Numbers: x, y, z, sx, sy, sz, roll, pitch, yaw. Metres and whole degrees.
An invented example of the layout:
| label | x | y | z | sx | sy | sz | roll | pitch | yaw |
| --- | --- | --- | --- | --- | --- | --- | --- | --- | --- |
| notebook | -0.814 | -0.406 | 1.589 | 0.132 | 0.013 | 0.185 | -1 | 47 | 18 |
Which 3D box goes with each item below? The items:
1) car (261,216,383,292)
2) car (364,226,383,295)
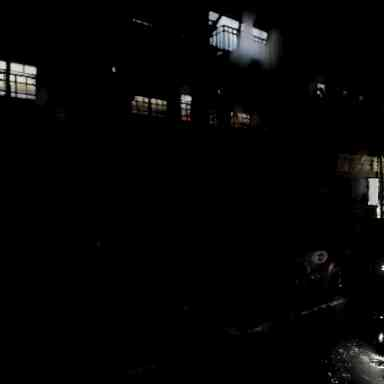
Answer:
| label | x | y | z | sx | sy | sz | roll | pitch | yaw |
| --- | --- | --- | --- | --- | --- | --- | --- | --- | --- |
| car | 3.704 | 1.422 | 8.764 | 4.097 | 1.590 | 1.967 | 0 | -1 | -36 |
| car | 5.961 | 1.506 | 7.350 | 4.674 | 1.442 | 1.812 | 0 | 0 | -35 |
